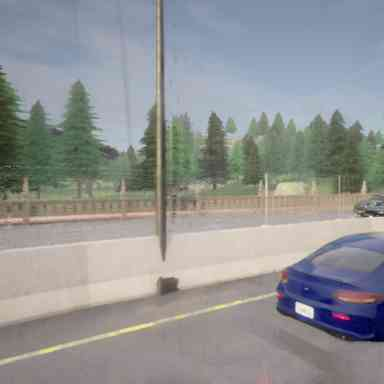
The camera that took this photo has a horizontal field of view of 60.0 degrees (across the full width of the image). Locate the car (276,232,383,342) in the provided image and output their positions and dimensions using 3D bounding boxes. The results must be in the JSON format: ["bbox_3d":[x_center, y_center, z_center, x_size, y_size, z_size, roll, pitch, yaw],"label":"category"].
[{"bbox_3d":[3.519,1.443,5.788,4.674,1.442,1.812,-1,1,-31],"label":"car"}]
